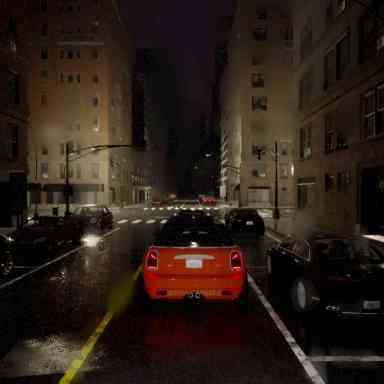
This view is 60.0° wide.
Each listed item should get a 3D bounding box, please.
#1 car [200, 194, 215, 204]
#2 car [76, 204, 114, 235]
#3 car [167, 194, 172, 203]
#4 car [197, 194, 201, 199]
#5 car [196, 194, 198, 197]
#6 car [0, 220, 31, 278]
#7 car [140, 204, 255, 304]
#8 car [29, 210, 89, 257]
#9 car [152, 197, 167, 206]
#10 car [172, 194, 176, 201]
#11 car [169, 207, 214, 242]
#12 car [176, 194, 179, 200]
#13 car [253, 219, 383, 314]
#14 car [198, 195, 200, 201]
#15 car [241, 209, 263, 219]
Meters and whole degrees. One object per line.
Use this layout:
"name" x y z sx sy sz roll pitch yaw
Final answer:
"car" 2.827 1.475 55.540 1.967 1.590 4.097 0 0 0
"car" -5.690 1.440 18.441 1.967 1.590 4.097 0 0 0
"car" -5.690 1.606 66.361 2.008 1.369 4.403 0 0 0
"car" 2.841 1.523 77.176 1.967 1.590 4.097 0 0 0
"car" 2.848 1.559 87.994 1.967 1.590 4.097 0 0 0
"car" -5.677 1.566 7.438 1.947 1.339 4.313 0 0 0
"car" 0.054 1.352 8.309 2.097 1.767 4.553 0 0 0
"car" -5.684 1.582 12.939 1.802 1.307 4.206 0 0 0
"car" -5.697 1.617 55.544 1.802 1.307 4.206 0 0 0
"car" -5.680 1.625 82.416 1.752 1.417 4.829 0 0 0
"car" -0.015 1.564 16.963 1.994 1.385 4.181 0 0 0
"car" -5.673 1.455 93.404 2.192 1.841 5.009 0 0 0
"car" 2.848 1.550 7.448 2.008 1.369 4.403 0 0 0
"car" 2.835 1.605 66.358 2.008 1.369 4.403 0 0 0
"car" 2.836 1.566 18.450 1.947 1.339 4.313 0 0 0
